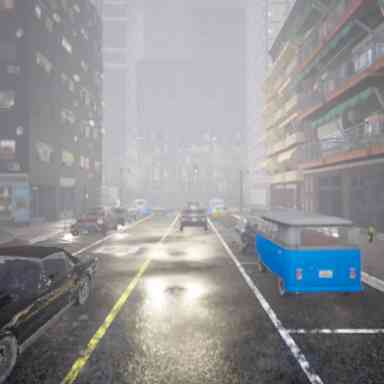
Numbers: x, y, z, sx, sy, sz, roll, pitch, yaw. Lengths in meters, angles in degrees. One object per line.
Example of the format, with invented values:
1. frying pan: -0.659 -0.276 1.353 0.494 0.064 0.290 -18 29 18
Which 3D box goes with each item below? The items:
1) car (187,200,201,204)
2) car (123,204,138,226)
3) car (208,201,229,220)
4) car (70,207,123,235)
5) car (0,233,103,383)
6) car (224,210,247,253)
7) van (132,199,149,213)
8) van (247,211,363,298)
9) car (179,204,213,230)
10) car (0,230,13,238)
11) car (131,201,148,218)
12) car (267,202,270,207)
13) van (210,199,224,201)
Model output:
1. car: 0.233 1.740 38.360 2.097 1.767 4.553 0 -1 3
2. car: -5.694 1.822 25.348 1.947 1.339 4.313 -1 -1 0
3. car: 2.688 1.839 31.090 1.752 1.417 4.829 -1 -1 0
4. car: -5.697 1.639 19.748 1.967 1.590 4.097 -1 -1 0
5. car: -3.096 1.656 5.421 1.895 1.301 4.718 0 -1 0
6. car: 2.684 1.694 14.115 2.008 1.369 4.403 -1 -1 0
7. van: -5.694 1.710 36.554 1.690 1.788 3.998 -1 -1 0
8. van: 2.679 1.428 8.515 1.690 1.788 3.998 -1 -1 0
9. car: 0.106 1.777 22.827 2.033 1.411 5.357 0 -1 0
10. car: -5.698 1.669 8.543 1.802 1.307 4.206 -1 -1 0
11. car: -5.693 1.863 30.950 2.008 1.369 4.403 -1 -1 0
12. car: 15.252 1.910 55.850 5.009 1.841 2.192 0 0 0
13. van: 2.686 1.710 36.523 1.690 1.788 3.998 -1 -1 0
